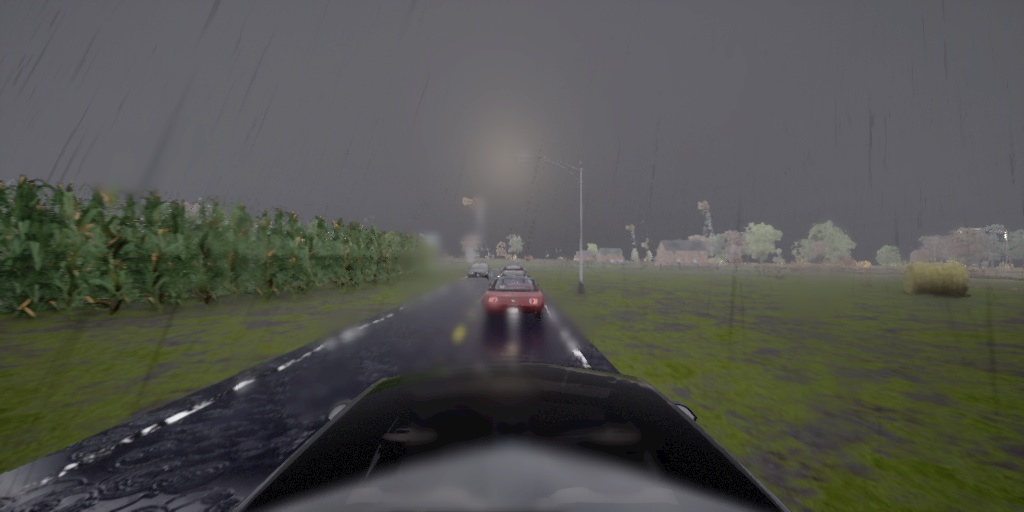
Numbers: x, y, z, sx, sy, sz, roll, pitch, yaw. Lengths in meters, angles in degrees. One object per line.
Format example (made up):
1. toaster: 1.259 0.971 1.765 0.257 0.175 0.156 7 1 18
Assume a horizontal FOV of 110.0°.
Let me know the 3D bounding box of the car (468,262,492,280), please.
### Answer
1. car: -2.810 1.338 32.187 1.837 1.490 4.892 0 0 0

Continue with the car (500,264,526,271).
1. car: 0.105 1.332 28.415 2.128 1.511 4.902 0 0 0

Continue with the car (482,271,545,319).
1. car: 0.093 1.394 13.028 1.895 1.301 4.718 0 0 0
